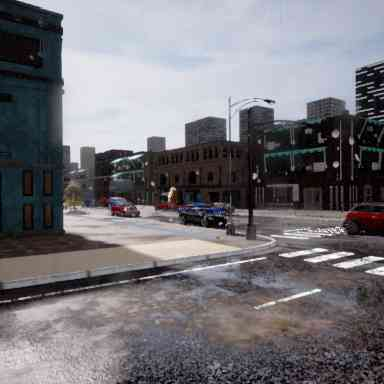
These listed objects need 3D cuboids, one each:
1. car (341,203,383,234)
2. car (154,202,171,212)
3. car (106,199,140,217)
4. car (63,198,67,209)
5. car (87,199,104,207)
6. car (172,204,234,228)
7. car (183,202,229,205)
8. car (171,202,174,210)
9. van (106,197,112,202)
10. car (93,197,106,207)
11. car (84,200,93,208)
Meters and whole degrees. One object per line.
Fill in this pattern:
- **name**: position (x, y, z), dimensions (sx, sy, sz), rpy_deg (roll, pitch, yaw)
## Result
- **car**: position (10.454, 1.363, 17.497), dimensions (4.553, 1.767, 2.097), rpy_deg (-1, -1, 40)
- **car**: position (-3.615, 1.966, 45.322), dimensions (1.802, 1.307, 4.206), rpy_deg (-2, 0, -35)
- **car**: position (-7.243, 1.846, 35.953), dimensions (1.967, 1.590, 4.097), rpy_deg (-1, 0, -35)
- **car**: position (-23.174, 2.232, 58.374), dimensions (1.752, 1.417, 4.829), rpy_deg (-1, 0, -35)
- **car**: position (-19.650, 2.227, 67.880), dimensions (1.887, 1.381, 4.507), rpy_deg (-1, 0, -35)
- **car**: position (0.700, 1.814, 24.573), dimensions (1.947, 1.339, 4.313), rpy_deg (-1, 0, -35)
- **car**: position (0.849, 1.740, 29.058), dimensions (1.882, 1.535, 5.008), rpy_deg (-1, 0, -35)
- **car**: position (-0.410, 1.904, 40.811), dimensions (1.802, 1.307, 4.206), rpy_deg (-2, 0, -35)
- **van**: position (-13.241, 1.907, 58.857), dimensions (1.690, 1.788, 3.998), rpy_deg (-1, 0, -35)
- **car**: position (-16.449, 1.940, 63.368), dimensions (2.192, 1.841, 5.009), rpy_deg (-1, 0, -35)
- **car**: position (-19.500, 2.194, 63.230), dimensions (1.812, 1.442, 4.674), rpy_deg (-1, 0, -35)
